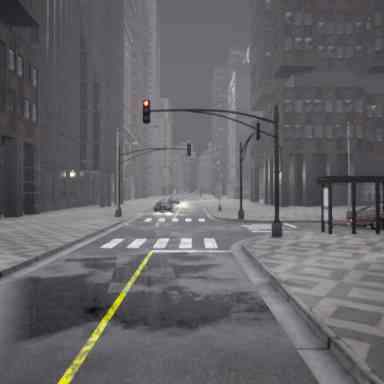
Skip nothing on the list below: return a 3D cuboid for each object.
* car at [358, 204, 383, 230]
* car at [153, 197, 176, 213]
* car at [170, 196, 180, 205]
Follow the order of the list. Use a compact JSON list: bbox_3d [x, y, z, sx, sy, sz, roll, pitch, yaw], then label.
[{"bbox_3d":[11.470,1.423,19.142,4.674,1.442,1.812,0,-1,0],"label":"car"},{"bbox_3d":[-3.169,1.558,37.483,1.994,1.385,4.181,0,0,0],"label":"car"},{"bbox_3d":[-3.189,1.469,58.484,1.882,1.535,5.008,0,0,0],"label":"car"}]
